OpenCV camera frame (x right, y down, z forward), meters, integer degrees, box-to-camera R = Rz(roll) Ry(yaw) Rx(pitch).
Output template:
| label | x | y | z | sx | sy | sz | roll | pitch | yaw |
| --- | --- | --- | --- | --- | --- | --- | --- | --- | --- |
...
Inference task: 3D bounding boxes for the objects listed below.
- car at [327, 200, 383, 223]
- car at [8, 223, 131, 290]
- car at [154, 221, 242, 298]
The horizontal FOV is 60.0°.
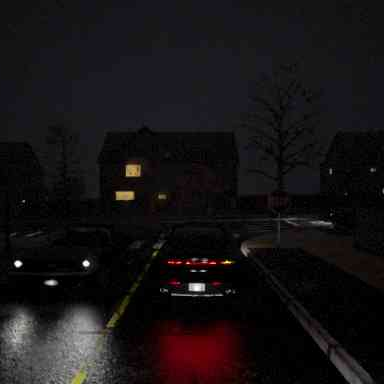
| label | x | y | z | sx | sy | sz | roll | pitch | yaw |
| --- | --- | --- | --- | --- | --- | --- | --- | --- | --- |
| car | 11.070 | 1.237 | 21.692 | 4.181 | 1.385 | 1.994 | -1 | 1 | 0 |
| car | -2.986 | 1.600 | 9.185 | 1.895 | 1.301 | 4.718 | 0 | 0 | -1 |
| car | 0.190 | 1.505 | 8.550 | 1.837 | 1.490 | 4.892 | 0 | 0 | 2 |
